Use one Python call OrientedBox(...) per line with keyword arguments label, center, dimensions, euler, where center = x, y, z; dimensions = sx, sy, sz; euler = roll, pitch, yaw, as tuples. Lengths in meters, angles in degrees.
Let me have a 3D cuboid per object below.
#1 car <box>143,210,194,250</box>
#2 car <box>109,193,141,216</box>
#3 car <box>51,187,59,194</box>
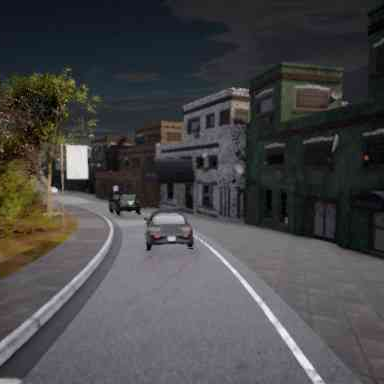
OrientedBox(label="car", center=(-1.072, 1.502, 14.177), dimensions=(1.812, 1.442, 4.674), euler=(0, 0, -9))
OrientedBox(label="car", center=(-6.564, 1.082, 32.110), dimensions=(2.150, 2.045, 5.566), euler=(-2, 2, -24))
OrientedBox(label="car", center=(-27.276, -0.307, 64.684), dimensions=(1.812, 1.442, 4.674), euler=(-3, 5, -33))
